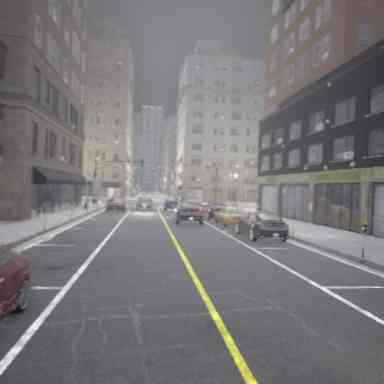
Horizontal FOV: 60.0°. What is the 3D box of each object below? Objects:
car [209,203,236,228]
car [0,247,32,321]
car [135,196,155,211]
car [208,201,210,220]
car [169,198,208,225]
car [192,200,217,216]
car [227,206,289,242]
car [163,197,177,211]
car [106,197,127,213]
[{"bbox_3d":[2.638,1.566,22.500,1.752,1.417,4.829,1,0,-8],"label":"car"},{"bbox_3d":[-3.566,1.440,4.583,1.802,1.307,4.206,1,0,-8],"label":"car"},{"bbox_3d":[-5.146,1.208,36.384,2.128,1.511,4.902,2,0,-8],"label":"car"},{"bbox_3d":[1.915,1.565,27.868,1.947,1.339,4.313,1,0,-8],"label":"car"},{"bbox_3d":[-0.346,1.433,23.547,1.837,1.490,4.892,2,0,-7],"label":"car"},{"bbox_3d":[1.170,1.539,33.404,1.802,1.307,4.206,1,0,-8],"label":"car"},{"bbox_3d":[3.404,1.635,16.796,2.008,1.369,4.403,1,0,-8],"label":"car"},{"bbox_3d":[-2.242,1.298,37.588,1.882,1.535,5.008,2,0,-7],"label":"car"},{"bbox_3d":[-7.291,1.193,32.261,1.887,1.381,4.507,1,0,-8],"label":"car"}]
